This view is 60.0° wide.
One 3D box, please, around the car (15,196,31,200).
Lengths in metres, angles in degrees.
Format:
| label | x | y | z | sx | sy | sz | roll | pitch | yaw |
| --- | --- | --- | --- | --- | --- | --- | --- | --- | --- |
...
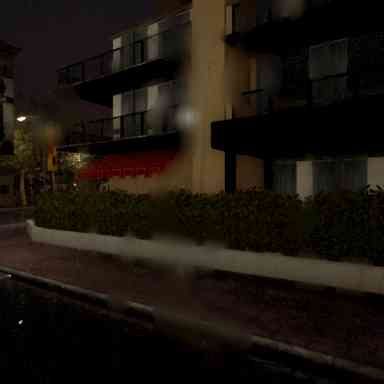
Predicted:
| label | x | y | z | sx | sy | sz | roll | pitch | yaw |
| --- | --- | --- | --- | --- | --- | --- | --- | --- | --- |
| car | -35.696 | 1.481 | 67.692 | 4.892 | 1.521 | 2.231 | 0 | 0 | 36 |
